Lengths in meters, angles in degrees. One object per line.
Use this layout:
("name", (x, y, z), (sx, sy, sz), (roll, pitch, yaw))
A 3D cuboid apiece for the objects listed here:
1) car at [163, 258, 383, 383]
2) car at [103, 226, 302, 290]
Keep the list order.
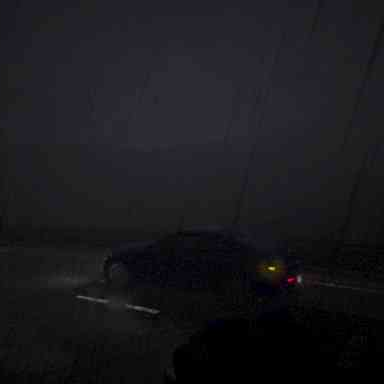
("car", (2.087, 1.587, 2.412), (4.718, 1.301, 1.895), (0, 0, 35))
("car", (0.105, 1.517, 7.642), (4.674, 1.442, 1.812), (0, 0, 30))
